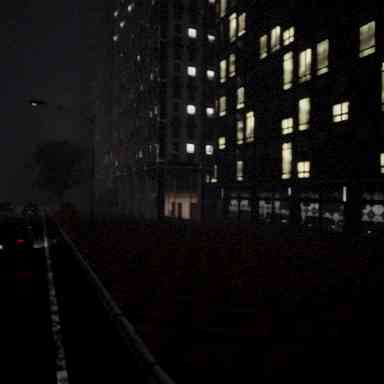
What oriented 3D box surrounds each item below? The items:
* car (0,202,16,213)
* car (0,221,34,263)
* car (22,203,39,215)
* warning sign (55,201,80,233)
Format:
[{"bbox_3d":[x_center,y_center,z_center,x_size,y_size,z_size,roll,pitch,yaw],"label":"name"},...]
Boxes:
[{"bbox_3d":[-27.243,2.196,48.916,2.097,1.767,4.553,1,-1,-24],"label":"car"},{"bbox_3d":[-7.173,1.803,12.695,1.994,1.385,4.181,1,-1,-24],"label":"car"},{"bbox_3d":[-22.091,2.321,45.442,1.837,1.490,4.892,1,-1,-24],"label":"car"},{"bbox_3d":[-7.582,1.517,20.280,1.300,1.860,1.060,2,-1,-24],"label":"warning sign"}]
